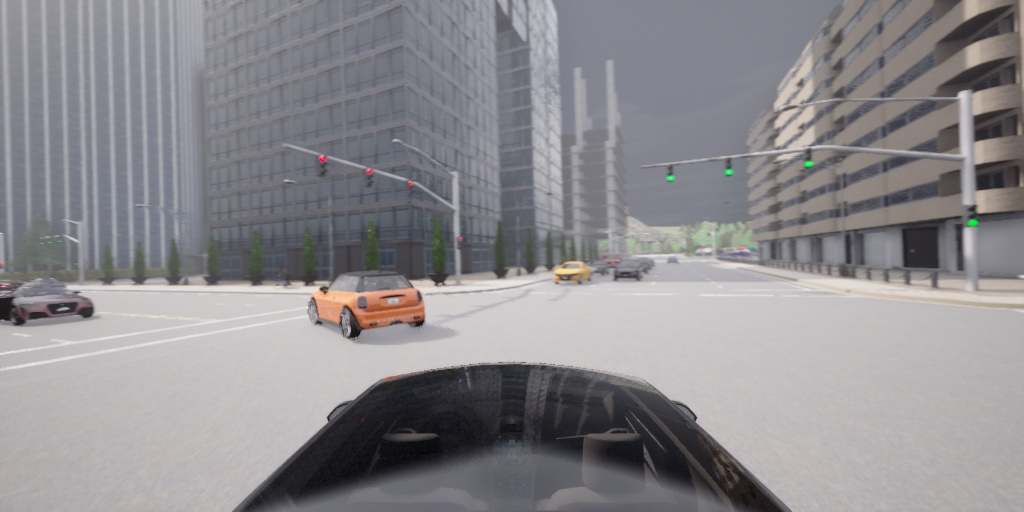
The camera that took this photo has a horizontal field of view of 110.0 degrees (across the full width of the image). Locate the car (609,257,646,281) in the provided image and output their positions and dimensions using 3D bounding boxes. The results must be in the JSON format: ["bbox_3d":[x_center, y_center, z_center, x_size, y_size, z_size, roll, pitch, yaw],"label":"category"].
[{"bbox_3d":[8.879,1.062,27.325,1.837,1.490,4.892,-2,0,23],"label":"car"}]

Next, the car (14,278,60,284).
[{"bbox_3d":[-42.220,2.706,32.286,4.181,1.385,1.994,-2,0,24],"label":"car"}]

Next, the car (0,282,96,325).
[{"bbox_3d":[-19.467,1.963,14.858,4.181,1.385,1.994,-2,0,23],"label":"car"}]

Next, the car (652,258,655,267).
[{"bbox_3d":[15.941,0.919,43.567,1.837,1.490,4.892,-2,0,24],"label":"car"}]

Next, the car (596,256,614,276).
[{"bbox_3d":[8.219,1.098,34.631,2.128,1.511,4.902,-2,0,23],"label":"car"}]

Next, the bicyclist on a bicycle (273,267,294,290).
[{"bbox_3d":[-17.097,1.678,26.867,0.582,1.620,1.656,-2,0,23],"label":"bicyclist on a bicycle"}]

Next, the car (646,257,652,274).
[{"bbox_3d":[12.411,1.050,35.492,1.994,1.385,4.181,-2,0,24],"label":"car"}]

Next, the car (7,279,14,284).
[{"bbox_3d":[-50.345,2.996,35.681,4.718,1.301,1.895,-2,0,23],"label":"car"}]

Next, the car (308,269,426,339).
[{"bbox_3d":[-4.573,1.249,10.977,2.097,1.767,4.553,-2,0,-43],"label":"car"}]

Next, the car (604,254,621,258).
[{"bbox_3d":[12.158,0.748,43.673,2.150,2.045,5.566,-2,0,24],"label":"car"}]

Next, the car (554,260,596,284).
[{"bbox_3d":[4.483,1.159,25.983,1.882,1.535,5.008,-2,0,24],"label":"car"}]

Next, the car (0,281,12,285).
[{"bbox_3d":[-28.834,2.218,18.848,4.674,1.442,1.812,-2,0,23],"label":"car"}]
